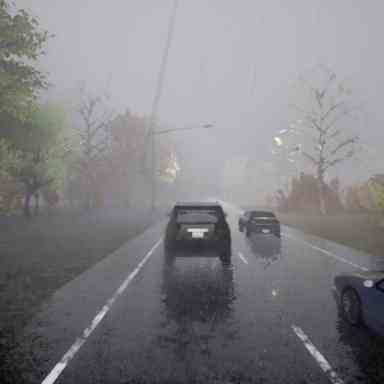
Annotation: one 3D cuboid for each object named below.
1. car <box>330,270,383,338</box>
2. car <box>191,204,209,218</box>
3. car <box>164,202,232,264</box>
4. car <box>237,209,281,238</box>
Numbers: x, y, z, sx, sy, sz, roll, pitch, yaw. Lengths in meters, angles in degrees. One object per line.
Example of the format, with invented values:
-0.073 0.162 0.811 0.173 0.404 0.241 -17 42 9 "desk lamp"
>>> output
3.631 1.600 4.073 2.033 1.411 5.357 0 -1 0 "car"
0.886 2.059 36.726 1.895 1.301 4.718 0 -1 2 "car"
0.212 1.381 12.536 2.150 2.045 5.566 0 0 1 "car"
3.846 1.751 19.480 1.837 1.490 4.892 0 0 1 "car"
